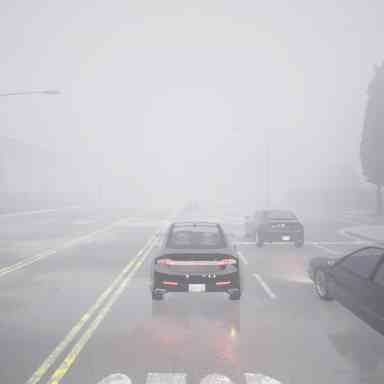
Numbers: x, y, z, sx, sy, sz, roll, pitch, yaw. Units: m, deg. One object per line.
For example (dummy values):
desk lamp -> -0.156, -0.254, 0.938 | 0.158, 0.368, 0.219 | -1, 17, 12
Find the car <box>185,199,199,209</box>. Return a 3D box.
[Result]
car -> 0.001, 1.601, 44.141 | 1.895, 1.301, 4.718 | 0, 0, 0

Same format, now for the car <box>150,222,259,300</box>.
car -> 0.082, 1.492, 8.345 | 2.128, 1.511, 4.902 | 0, 0, 0

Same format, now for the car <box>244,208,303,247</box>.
car -> 3.565, 1.505, 15.046 | 1.837, 1.490, 4.892 | 0, 0, 0

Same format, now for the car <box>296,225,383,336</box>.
car -> 3.588, 1.547, 5.300 | 2.033, 1.411, 5.357 | 0, 0, 0
